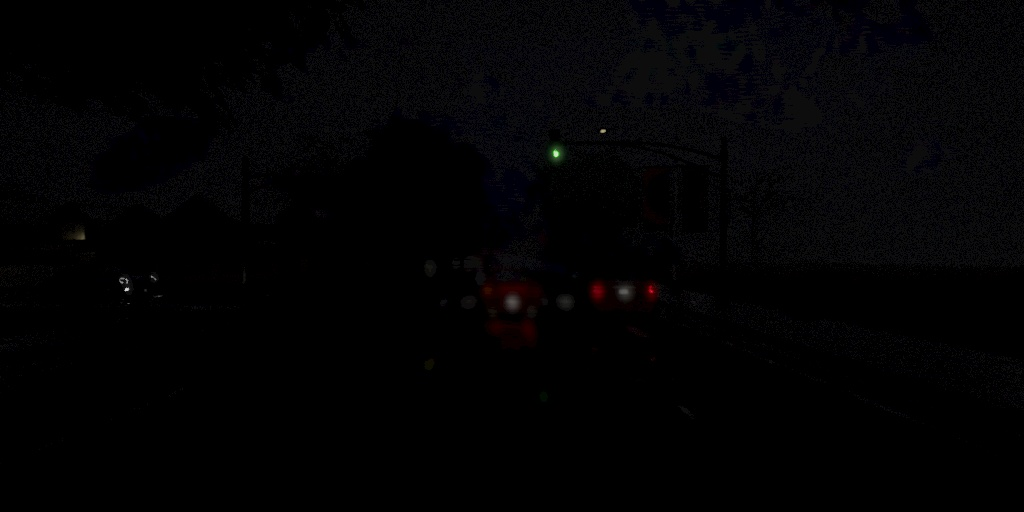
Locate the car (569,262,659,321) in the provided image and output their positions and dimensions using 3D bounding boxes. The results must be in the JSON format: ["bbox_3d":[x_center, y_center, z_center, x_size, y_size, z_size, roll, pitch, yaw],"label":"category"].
[{"bbox_3d":[3.302,1.065,12.483,2.097,1.767,4.553,0,0,0],"label":"car"}]

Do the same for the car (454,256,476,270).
[{"bbox_3d":[-6.581,0.939,49.243,2.097,1.767,4.553,0,0,0],"label":"car"}]

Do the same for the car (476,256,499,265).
[{"bbox_3d":[-3.331,0.939,49.244,2.097,1.767,4.553,0,0,0],"label":"car"}]

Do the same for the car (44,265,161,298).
[{"bbox_3d":[-21.779,1.275,19.208,4.553,1.767,2.097,-1,1,1],"label":"car"}]

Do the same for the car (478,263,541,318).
[{"bbox_3d":[-0.181,1.189,12.862,1.882,1.535,5.008,0,0,-5],"label":"car"}]
